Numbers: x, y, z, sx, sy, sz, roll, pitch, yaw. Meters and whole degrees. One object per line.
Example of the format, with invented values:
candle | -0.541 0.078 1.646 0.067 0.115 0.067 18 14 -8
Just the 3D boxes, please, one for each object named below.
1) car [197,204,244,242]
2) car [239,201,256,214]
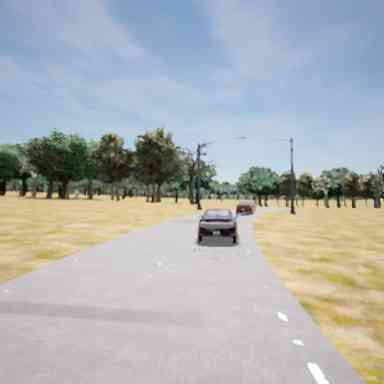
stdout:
car | 1.360 1.585 16.890 2.128 1.511 4.902 0 0 7
car | 6.558 1.869 40.202 1.882 1.535 5.008 -1 -1 17
